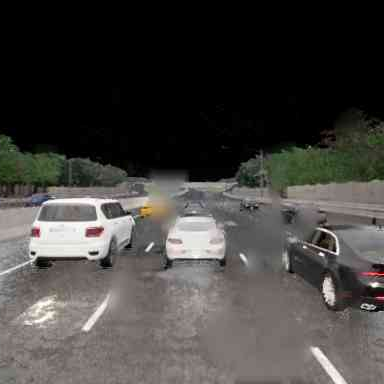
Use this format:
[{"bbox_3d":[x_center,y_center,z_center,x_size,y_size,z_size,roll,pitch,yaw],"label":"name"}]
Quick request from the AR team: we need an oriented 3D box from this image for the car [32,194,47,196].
[{"bbox_3d":[-24.250,1.288,52.847,2.150,2.045,5.566,0,0,1],"label":"car"}]

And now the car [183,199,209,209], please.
[{"bbox_3d":[0.194,1.591,29.081,1.994,1.385,4.181,0,0,0],"label":"car"}]

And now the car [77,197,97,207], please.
[{"bbox_3d":[-17.228,1.598,54.676,1.812,1.442,4.674,0,0,1],"label":"car"}]

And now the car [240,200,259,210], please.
[{"bbox_3d":[7.295,1.656,42.693,1.895,1.301,4.718,0,0,1],"label":"car"}]

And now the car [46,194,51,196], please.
[{"bbox_3d":[-20.753,1.421,52.946,2.097,1.767,4.553,0,0,1],"label":"car"}]

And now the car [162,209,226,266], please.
[{"bbox_3d":[0.118,1.529,11.488,1.812,1.442,4.674,0,0,0],"label":"car"}]

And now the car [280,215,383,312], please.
[{"bbox_3d":[3.508,1.507,7.685,1.837,1.490,4.892,0,0,0],"label":"car"}]

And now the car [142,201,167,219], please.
[{"bbox_3d":[-3.300,1.506,29.875,1.882,1.535,5.008,0,0,0],"label":"car"}]

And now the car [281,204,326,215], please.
[{"bbox_3d":[7.055,1.507,21.426,2.128,1.511,4.902,0,0,1],"label":"car"}]

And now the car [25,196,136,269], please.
[{"bbox_3d":[-3.383,1.224,11.355,2.150,2.045,5.566,0,0,0],"label":"car"}]

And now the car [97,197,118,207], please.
[{"bbox_3d":[-13.729,1.619,54.492,2.033,1.411,5.357,0,0,1],"label":"car"}]

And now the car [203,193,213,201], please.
[{"bbox_3d":[4.234,1.635,83.865,1.812,1.442,4.674,0,0,1],"label":"car"}]
